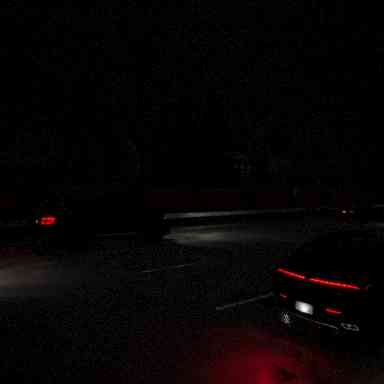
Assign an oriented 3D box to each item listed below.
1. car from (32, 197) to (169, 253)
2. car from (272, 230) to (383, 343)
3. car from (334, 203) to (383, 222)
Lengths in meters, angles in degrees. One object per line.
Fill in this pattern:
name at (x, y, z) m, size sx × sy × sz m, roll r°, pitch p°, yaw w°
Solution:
car at (-3.671, 1.219, 14.055) m, size 5.566 × 2.045 × 2.150 m, roll 0°, pitch 0°, yaw -36°
car at (3.630, 1.502, 6.380) m, size 4.892 × 1.490 × 1.837 m, roll 1°, pitch 0°, yaw -36°
car at (13.595, 1.547, 26.603) m, size 5.357 × 1.411 × 2.033 m, roll 0°, pitch 0°, yaw -35°
